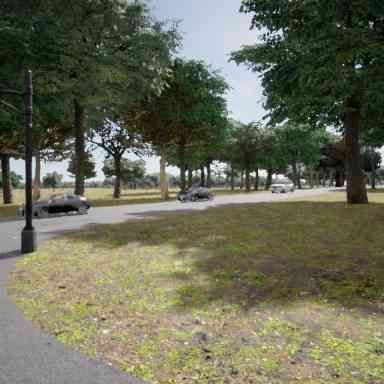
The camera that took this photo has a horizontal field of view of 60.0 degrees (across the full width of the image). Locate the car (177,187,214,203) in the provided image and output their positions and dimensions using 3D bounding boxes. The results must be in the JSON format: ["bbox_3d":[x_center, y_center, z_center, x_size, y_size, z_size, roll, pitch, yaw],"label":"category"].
[{"bbox_3d":[0.438,0.280,35.269,2.128,1.511,4.902,-1,2,38],"label":"car"}]

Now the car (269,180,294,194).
[{"bbox_3d":[14.419,-0.833,53.270,2.150,2.045,5.566,-1,1,38],"label":"car"}]

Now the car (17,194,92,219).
[{"bbox_3d":[-9.242,0.905,22.712,2.128,1.511,4.902,-1,2,38],"label":"car"}]
